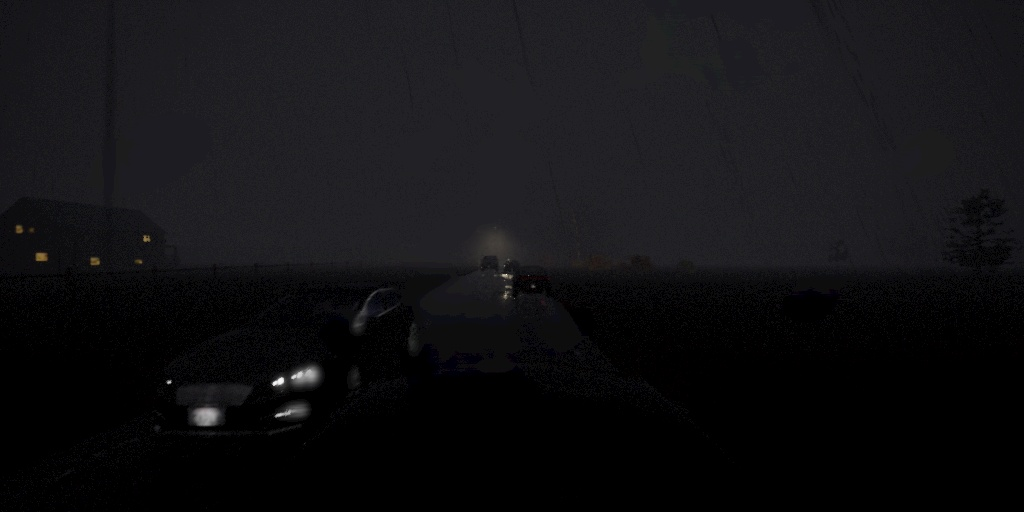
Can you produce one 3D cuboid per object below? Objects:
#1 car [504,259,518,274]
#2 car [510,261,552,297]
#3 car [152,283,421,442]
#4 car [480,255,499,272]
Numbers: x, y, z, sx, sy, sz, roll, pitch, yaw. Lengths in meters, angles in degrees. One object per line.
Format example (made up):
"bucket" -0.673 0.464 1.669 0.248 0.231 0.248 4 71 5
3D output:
"car" 0.038 1.215 41.000 2.128 1.511 4.902 0 0 0
"car" 0.961 1.215 18.673 1.882 1.535 5.008 0 0 0
"car" -2.851 1.237 5.799 2.128 1.511 4.902 0 0 0
"car" -2.838 0.940 46.819 2.150 2.045 5.566 0 0 0
